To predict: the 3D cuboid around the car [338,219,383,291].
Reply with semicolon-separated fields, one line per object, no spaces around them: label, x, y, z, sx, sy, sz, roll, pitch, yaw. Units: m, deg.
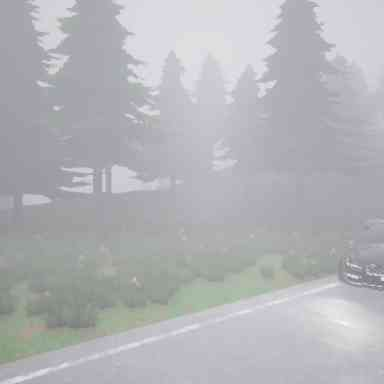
car;5.229;1.511;8.653;1.837;1.490;4.892;0;-1;34
